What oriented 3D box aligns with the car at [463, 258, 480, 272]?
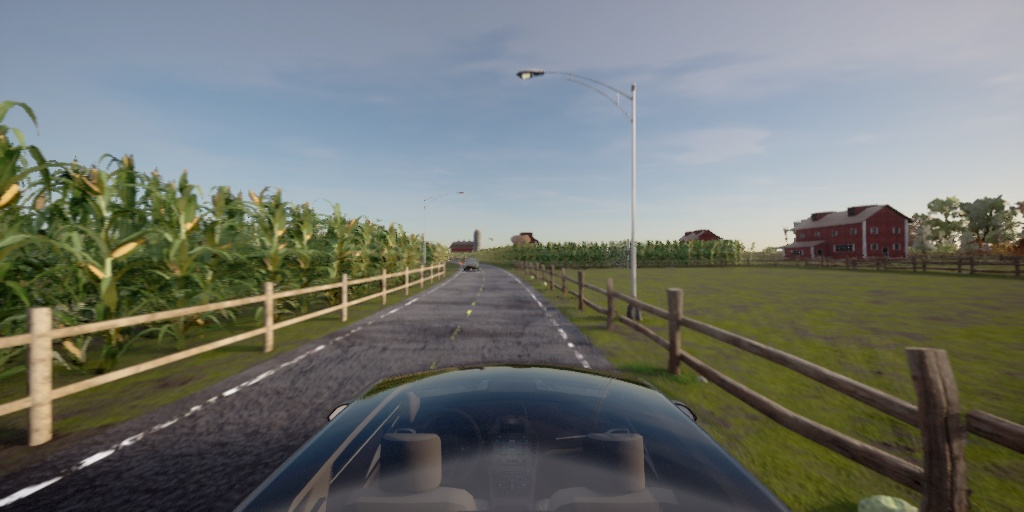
[{"bbox_3d":[-5.221,1.076,46.221,2.097,1.767,4.553,0,0,-6],"label":"car"}]
